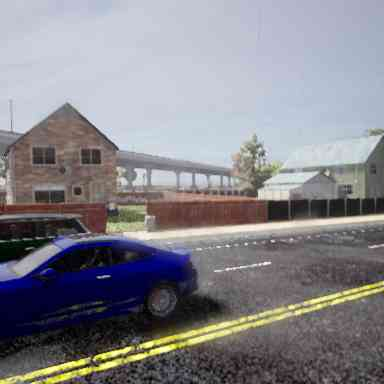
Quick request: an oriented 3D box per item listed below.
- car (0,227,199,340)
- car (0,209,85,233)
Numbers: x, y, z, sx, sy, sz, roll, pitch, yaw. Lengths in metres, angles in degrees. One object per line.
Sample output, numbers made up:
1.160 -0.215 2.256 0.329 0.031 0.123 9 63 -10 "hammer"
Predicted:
-2.072 1.519 5.875 4.674 1.442 1.812 0 0 -31 "car"
-4.616 1.349 8.133 4.553 1.767 2.097 0 0 -31 "car"
